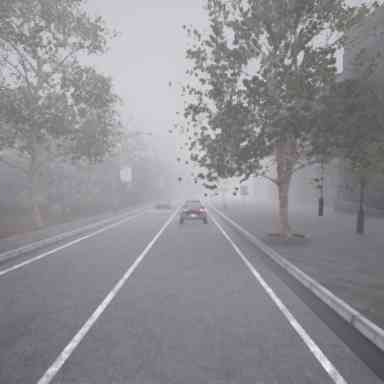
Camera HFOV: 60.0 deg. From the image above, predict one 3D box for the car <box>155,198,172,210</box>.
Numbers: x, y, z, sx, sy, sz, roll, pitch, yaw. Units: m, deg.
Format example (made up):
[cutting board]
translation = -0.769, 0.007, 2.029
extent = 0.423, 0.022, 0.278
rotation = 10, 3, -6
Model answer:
[car]
translation = -3.590, 1.492, 42.192
extent = 2.033, 1.411, 5.357
rotation = 0, 0, 0

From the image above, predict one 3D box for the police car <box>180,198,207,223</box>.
[police car]
translation = 0.100, 1.468, 25.340
extent = 2.038, 1.542, 4.974
rotation = 0, 0, 0
